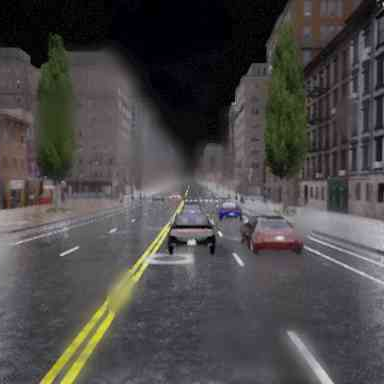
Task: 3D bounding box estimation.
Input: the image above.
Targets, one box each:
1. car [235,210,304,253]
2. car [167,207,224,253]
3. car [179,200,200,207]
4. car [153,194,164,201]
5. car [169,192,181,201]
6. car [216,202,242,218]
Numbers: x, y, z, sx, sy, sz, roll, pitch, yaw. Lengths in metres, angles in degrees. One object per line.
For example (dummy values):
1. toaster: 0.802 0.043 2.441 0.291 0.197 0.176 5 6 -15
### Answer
1. car: 3.248 1.685 14.286 1.994 1.385 4.181 0 0 0
2. car: -0.004 1.613 14.287 2.128 1.511 4.902 0 0 0
3. car: -0.015 1.678 28.971 2.033 1.411 5.357 0 0 0
4. car: -6.539 1.121 65.401 1.994 1.385 4.181 0 1 0
5. car: -3.289 0.900 65.588 2.097 1.767 4.553 0 2 0
6. car: 3.241 1.607 29.464 1.882 1.535 5.008 0 0 0
